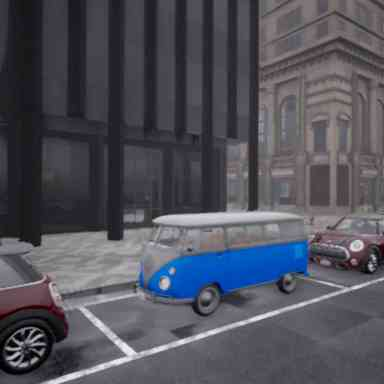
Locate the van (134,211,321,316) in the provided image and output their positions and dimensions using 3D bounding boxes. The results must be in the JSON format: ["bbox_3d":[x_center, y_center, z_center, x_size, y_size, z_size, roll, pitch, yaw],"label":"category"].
[{"bbox_3d":[0.800,1.345,7.213,3.998,1.788,1.690,0,0,-35],"label":"van"}]

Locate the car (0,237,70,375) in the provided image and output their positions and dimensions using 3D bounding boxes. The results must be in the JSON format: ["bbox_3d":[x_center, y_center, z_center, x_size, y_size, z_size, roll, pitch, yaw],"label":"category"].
[{"bbox_3d":[-3.761,1.440,3.962,4.097,1.590,1.967,0,0,-35],"label":"car"}]

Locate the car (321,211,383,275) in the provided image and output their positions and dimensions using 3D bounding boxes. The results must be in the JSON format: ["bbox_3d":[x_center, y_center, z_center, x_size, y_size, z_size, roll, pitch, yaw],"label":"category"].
[{"bbox_3d":[5.361,1.449,10.467,4.097,1.590,1.967,0,0,-35],"label":"car"}]
